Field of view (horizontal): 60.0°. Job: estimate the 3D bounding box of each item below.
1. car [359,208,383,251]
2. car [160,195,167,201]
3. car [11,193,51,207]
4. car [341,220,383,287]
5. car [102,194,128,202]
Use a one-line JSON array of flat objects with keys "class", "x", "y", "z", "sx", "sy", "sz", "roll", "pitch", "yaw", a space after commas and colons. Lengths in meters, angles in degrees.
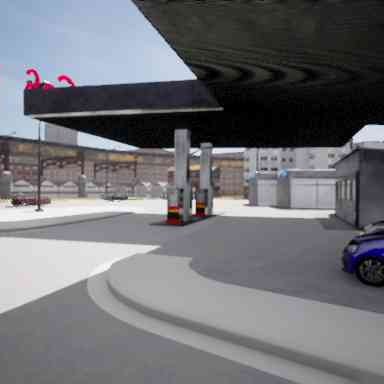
[{"class": "car", "x": 8.538, "y": 1.461, "z": 12.460, "sx": 3.806, "sy": 1.475, "sz": 1.970, "roll": 1, "pitch": 0, "yaw": 36}, {"class": "car", "x": -4.407, "y": 1.097, "z": 71.971, "sx": 4.902, "sy": 1.511, "sz": 2.128, "roll": 0, "pitch": 0, "yaw": -23}, {"class": "car", "x": -20.646, "y": 0.945, "z": 42.984, "sx": 2.097, "sy": 1.767, "sz": 4.553, "roll": 1, "pitch": 0, "yaw": 36}, {"class": "car", "x": 5.825, "y": 1.305, "z": 7.339, "sx": 4.611, "sy": 1.667, "sz": 2.242, "roll": 1, "pitch": 0, "yaw": 36}, {"class": "car", "x": -14.411, "y": 1.032, "z": 62.258, "sx": 4.902, "sy": 1.511, "sz": 2.128, "roll": 0, "pitch": 0, "yaw": -44}]
